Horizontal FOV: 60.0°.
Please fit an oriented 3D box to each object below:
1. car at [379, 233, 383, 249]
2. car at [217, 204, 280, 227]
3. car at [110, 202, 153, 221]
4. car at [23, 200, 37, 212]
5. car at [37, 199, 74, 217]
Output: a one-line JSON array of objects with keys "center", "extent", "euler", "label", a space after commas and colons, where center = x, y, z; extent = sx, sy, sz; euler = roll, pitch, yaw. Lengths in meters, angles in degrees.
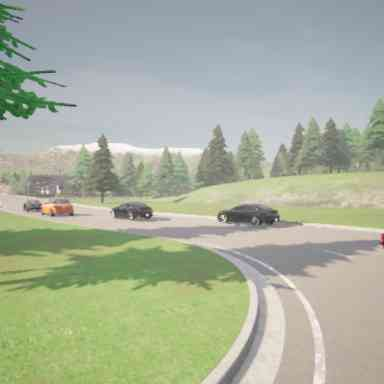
[{"center": [7.774, 1.656, 9.846], "extent": [1.895, 1.301, 4.718], "euler": [0, 0, -3], "label": "car"}, {"center": [3.991, 1.609, 24.147], "extent": [1.837, 1.490, 4.892], "euler": [1, -1, -44], "label": "car"}, {"center": [-5.291, 1.609, 28.814], "extent": [1.837, 1.490, 4.892], "euler": [0, 0, -43], "label": "car"}, {"center": [-19.375, 1.671, 40.563], "extent": [2.033, 1.411, 5.357], "euler": [0, 0, -33], "label": "car"}, {"center": [-13.463, 1.457, 33.096], "extent": [2.097, 1.767, 4.553], "euler": [0, 0, -39], "label": "car"}]
